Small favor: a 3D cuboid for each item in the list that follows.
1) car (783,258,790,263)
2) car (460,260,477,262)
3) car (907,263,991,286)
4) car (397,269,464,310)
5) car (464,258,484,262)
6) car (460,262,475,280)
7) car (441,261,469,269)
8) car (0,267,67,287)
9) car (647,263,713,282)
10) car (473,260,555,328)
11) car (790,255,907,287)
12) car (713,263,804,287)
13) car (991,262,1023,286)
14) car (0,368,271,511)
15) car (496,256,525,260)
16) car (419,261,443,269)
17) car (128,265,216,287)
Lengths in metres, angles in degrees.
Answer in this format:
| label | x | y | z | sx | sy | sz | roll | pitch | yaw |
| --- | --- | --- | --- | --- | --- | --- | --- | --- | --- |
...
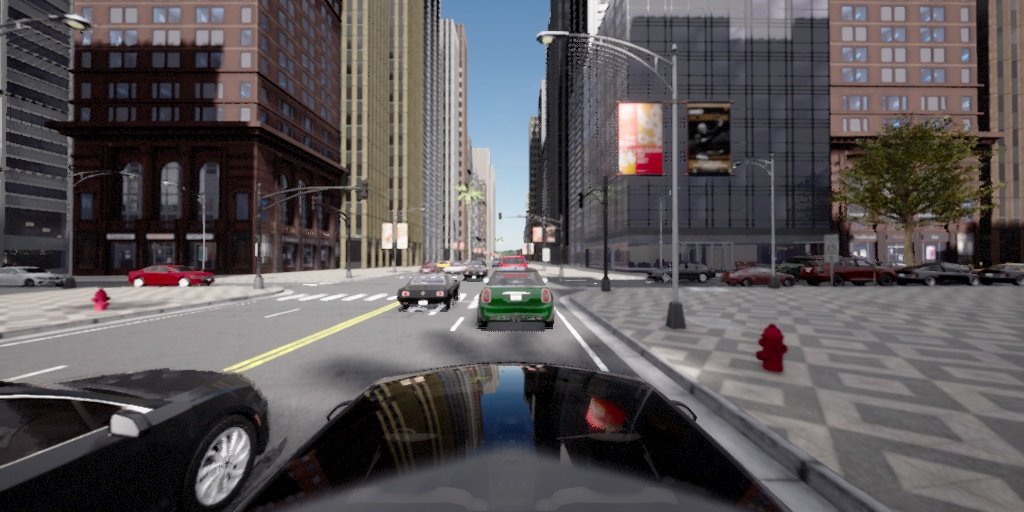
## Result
| label | x | y | z | sx | sy | sz | roll | pitch | yaw |
| --- | --- | --- | --- | --- | --- | --- | --- | --- | --- |
| car | 23.185 | 0.965 | 28.356 | 5.566 | 2.045 | 2.150 | 0 | -1 | -2 |
| car | -6.502 | 1.559 | 50.647 | 1.895 | 1.301 | 4.718 | 0 | 0 | 0 |
| car | 26.624 | 1.238 | 22.620 | 4.313 | 1.339 | 1.948 | 0 | 0 | -1 |
| car | -3.263 | 1.378 | 14.940 | 1.895 | 1.301 | 4.718 | 0 | 0 | -3 |
| car | -6.413 | 1.514 | 60.788 | 2.128 | 1.511 | 4.902 | 0 | 0 | 0 |
| car | -3.106 | 1.459 | 31.785 | 1.895 | 1.301 | 4.718 | 0 | 0 | 0 |
| car | -6.536 | 1.507 | 41.484 | 1.895 | 1.301 | 4.718 | 0 | 0 | 0 |
| car | -33.447 | 1.460 | 24.573 | 4.674 | 1.442 | 1.812 | 0 | -1 | 0 |
| car | 13.145 | 1.281 | 28.206 | 4.892 | 1.490 | 1.837 | 0 | -1 | -1 |
| car | 0.113 | 1.121 | 11.545 | 2.097 | 1.767 | 4.553 | 0 | 0 | 0 |
| car | 20.986 | 1.003 | 22.541 | 5.009 | 1.841 | 2.192 | 0 | 0 | -1 |
| car | 15.348 | 1.290 | 22.462 | 4.207 | 1.307 | 1.802 | 0 | 0 | -1 |
| car | 32.261 | 1.223 | 22.699 | 4.313 | 1.339 | 1.948 | 0 | 0 | -1 |
| car | -3.152 | 1.255 | 1.336 | 1.837 | 1.490 | 4.892 | 0 | 0 | 0 |
| car | 0.131 | 1.047 | 28.122 | 2.150 | 2.045 | 5.566 | 0 | 0 | 0 |
| car | -9.778 | 1.439 | 42.749 | 1.812 | 1.442 | 4.674 | 0 | 0 | -2 |
| car | -23.173 | 1.366 | 24.550 | 5.008 | 1.535 | 1.882 | 0 | -1 | 1 |
